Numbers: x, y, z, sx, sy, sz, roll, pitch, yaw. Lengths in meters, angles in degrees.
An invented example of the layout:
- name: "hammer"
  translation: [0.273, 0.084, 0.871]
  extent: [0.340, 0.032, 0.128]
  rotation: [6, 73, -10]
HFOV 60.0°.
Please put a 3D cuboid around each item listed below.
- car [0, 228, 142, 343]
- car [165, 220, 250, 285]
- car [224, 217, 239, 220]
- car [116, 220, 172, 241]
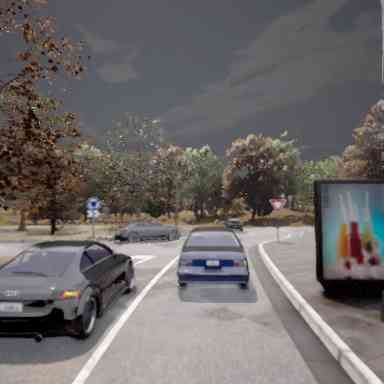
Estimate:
- name: "car"
  translation: [-2.481, 1.666, 6.752]
  extent: [1.994, 1.385, 4.181]
  rotation: [0, -2, 3]
- name: "car"
  translation: [0.616, 1.760, 9.998]
  extent: [2.033, 1.411, 5.357]
  rotation: [0, -3, 3]
- name: "car"
  translation: [4.429, 3.683, 37.842]
  extent: [1.837, 1.490, 4.892]
  rotation: [2, -5, -4]
- name: "car"
  translation: [-2.799, 2.464, 21.093]
  extent: [4.181, 1.385, 1.994]
  rotation: [3, -5, -33]
